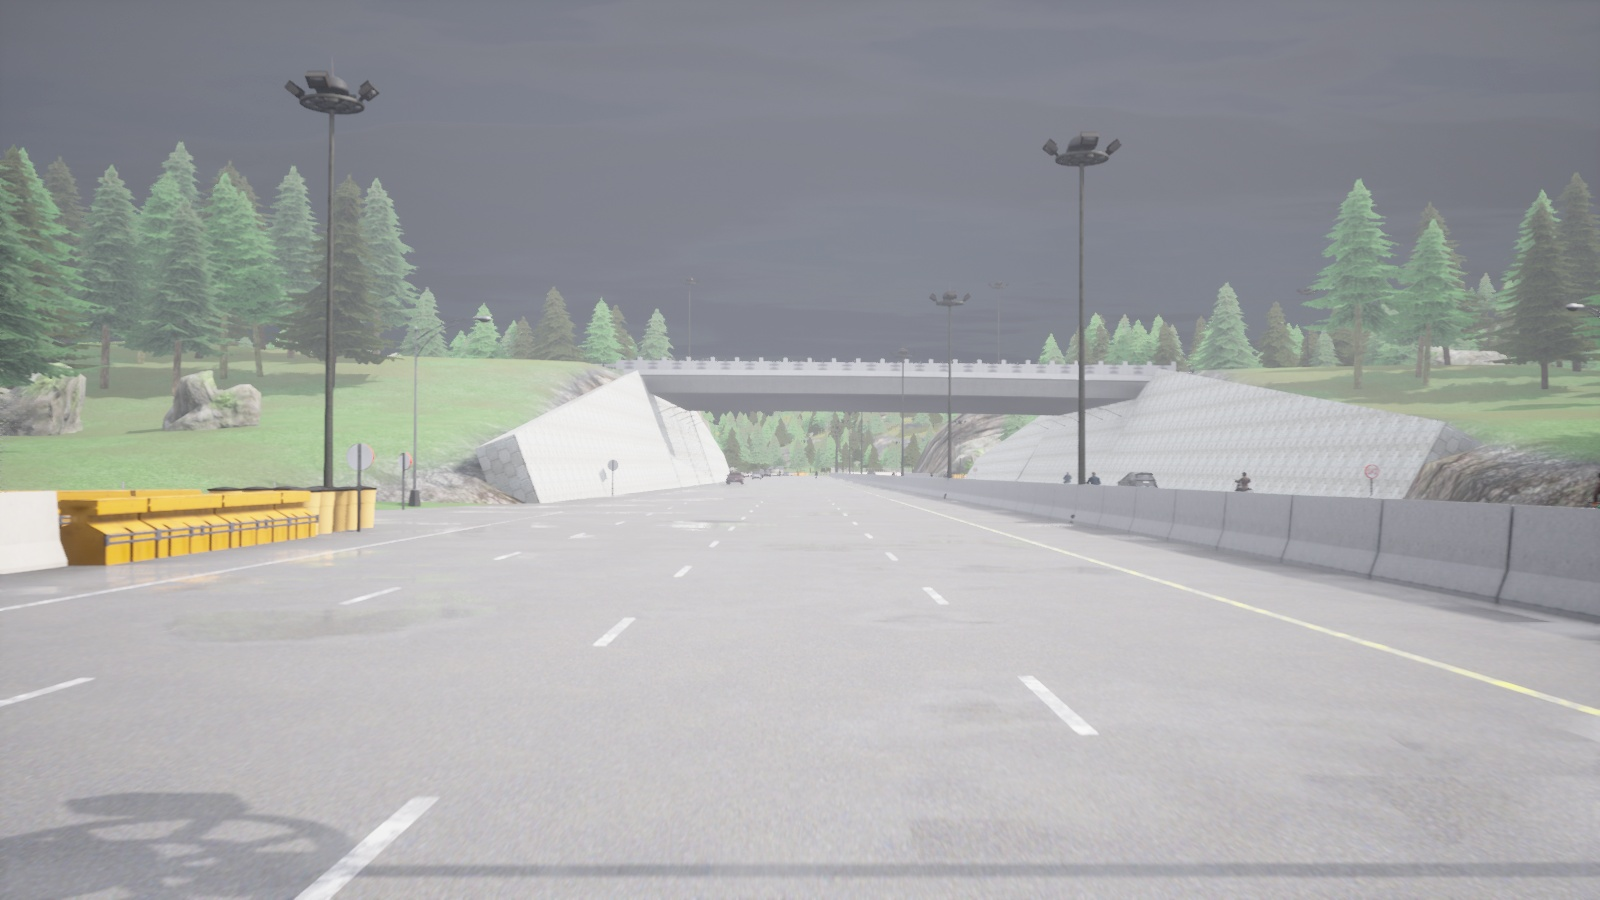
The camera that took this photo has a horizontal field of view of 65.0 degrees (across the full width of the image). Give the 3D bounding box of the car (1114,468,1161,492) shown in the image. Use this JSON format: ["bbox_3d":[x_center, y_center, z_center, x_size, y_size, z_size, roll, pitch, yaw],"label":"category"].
[{"bbox_3d":[24.280,2.162,90.495,2.033,1.649,4.856,0,-1,0],"label":"car"}]
